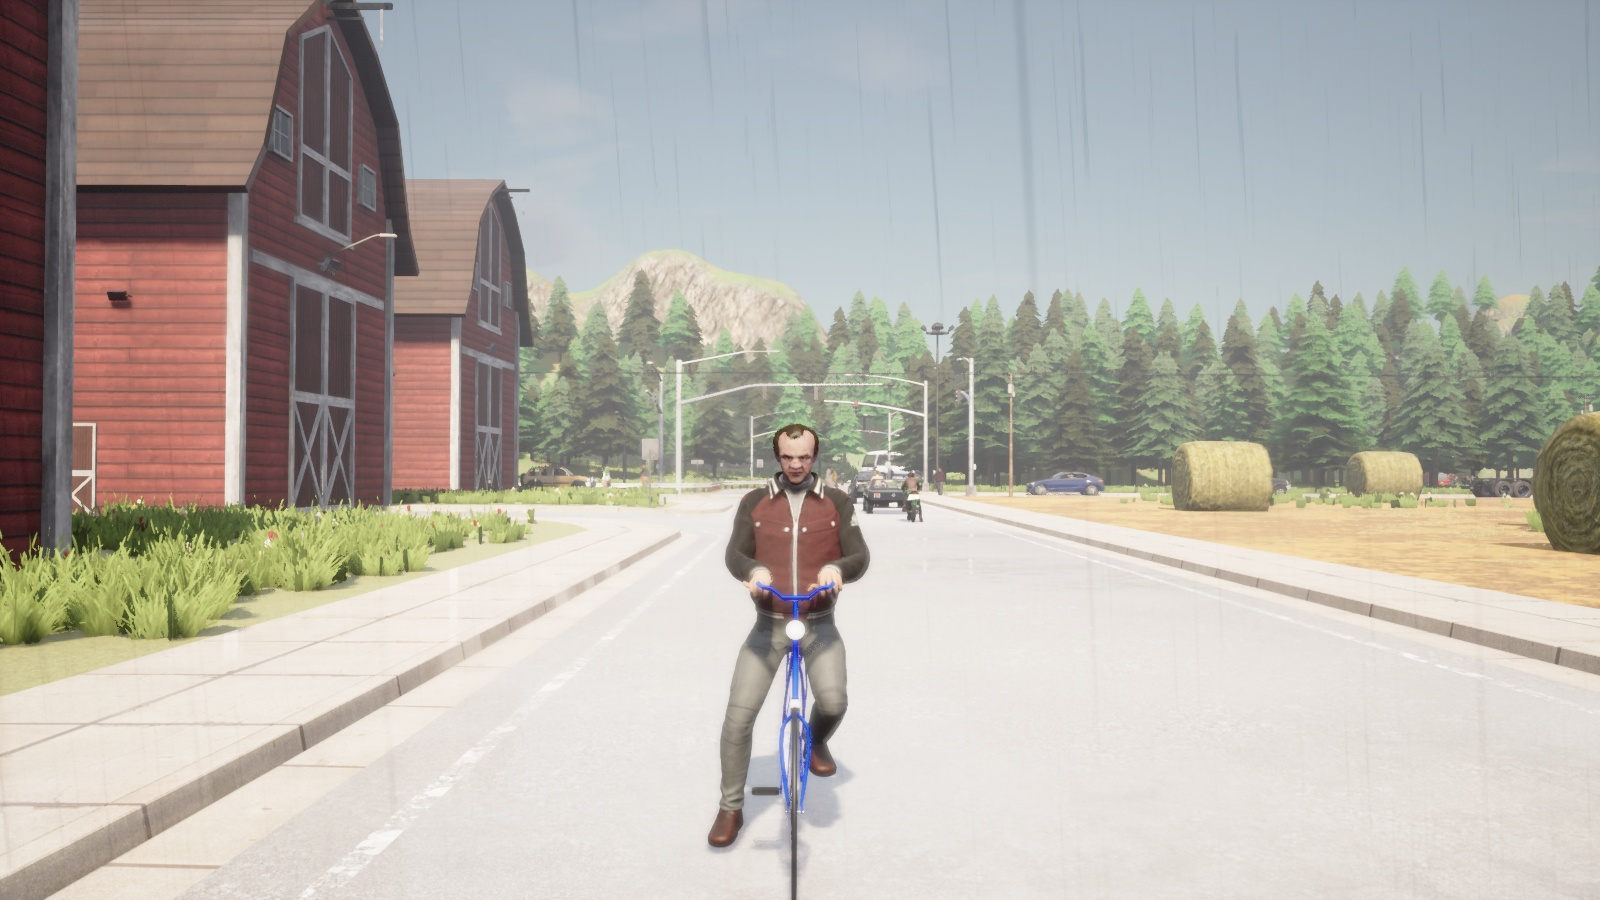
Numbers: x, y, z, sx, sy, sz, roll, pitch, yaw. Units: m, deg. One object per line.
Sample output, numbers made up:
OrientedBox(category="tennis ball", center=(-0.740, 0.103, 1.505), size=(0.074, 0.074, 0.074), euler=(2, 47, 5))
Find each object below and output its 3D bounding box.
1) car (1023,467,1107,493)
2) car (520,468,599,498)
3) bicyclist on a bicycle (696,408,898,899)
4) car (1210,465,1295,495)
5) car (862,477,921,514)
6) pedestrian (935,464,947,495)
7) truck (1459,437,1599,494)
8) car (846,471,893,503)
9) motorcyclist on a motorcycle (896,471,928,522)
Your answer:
OrientedBox(category="car", center=(17.254, 1.924, 81.922), size=(5.027, 1.651, 2.152), euler=(0, -1, 1))
OrientedBox(category="car", center=(-15.095, 2.041, 78.929), size=(4.605, 1.855, 1.932), euler=(0, -1, 1))
OrientedBox(category="bicyclist on a bicycle", center=(-0.013, 0.770, 5.071), size=(0.659, 1.776, 1.843), euler=(0, -1, 0))
OrientedBox(category="car", center=(28.141, 1.856, 78.252), size=(4.605, 1.855, 1.932), euler=(0, -1, 1))
OrientedBox(category="car", center=(3.386, 1.696, 47.437), size=(1.895, 1.301, 4.718), euler=(0, -1, 0))
OrientedBox(category="pedestrian", center=(8.459, 1.781, 75.499), size=(0.634, 1.844, 0.899), euler=(0, -1, 2))
OrientedBox(category="truck", center=(45.701, 0.983, 77.990), size=(7.936, 3.462, 2.891), euler=(0, -1, 1))
OrientedBox(category="car", center=(3.355, 1.770, 61.217), size=(2.007, 1.525, 4.514), euler=(0, -1, 0))
OrientedBox(category="motorcyclist on a motorcycle", center=(3.412, 1.405, 38.440), size=(0.797, 1.523, 2.044), euler=(0, -1, 0))
